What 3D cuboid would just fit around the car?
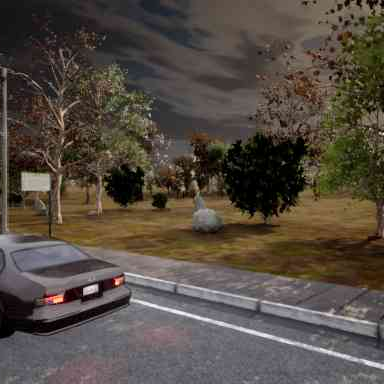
[{"bbox_3d":[-3.596,1.547,6.571,5.357,1.411,2.033,0,0,36],"label":"car"}]
